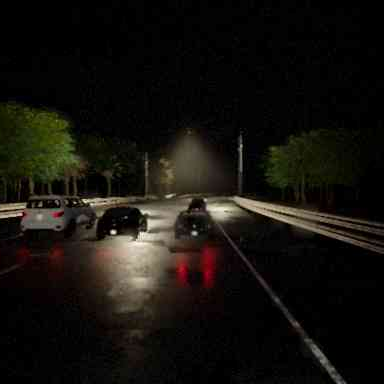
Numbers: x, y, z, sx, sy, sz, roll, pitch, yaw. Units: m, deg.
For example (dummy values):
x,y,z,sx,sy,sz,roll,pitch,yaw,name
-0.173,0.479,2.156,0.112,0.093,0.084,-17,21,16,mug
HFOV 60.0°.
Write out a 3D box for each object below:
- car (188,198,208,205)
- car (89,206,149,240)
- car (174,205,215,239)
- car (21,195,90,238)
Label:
x,y,z,sx,sy,sz,roll,pitch,yaw,name
0.626,1.452,35.037,1.837,1.490,4.892,0,0,3,car
-3.375,1.479,16.755,1.837,1.490,4.892,0,0,0,car
0.119,1.576,17.196,1.895,1.301,4.718,0,0,0,car
-6.872,1.193,17.731,2.150,2.045,5.566,0,0,0,car
